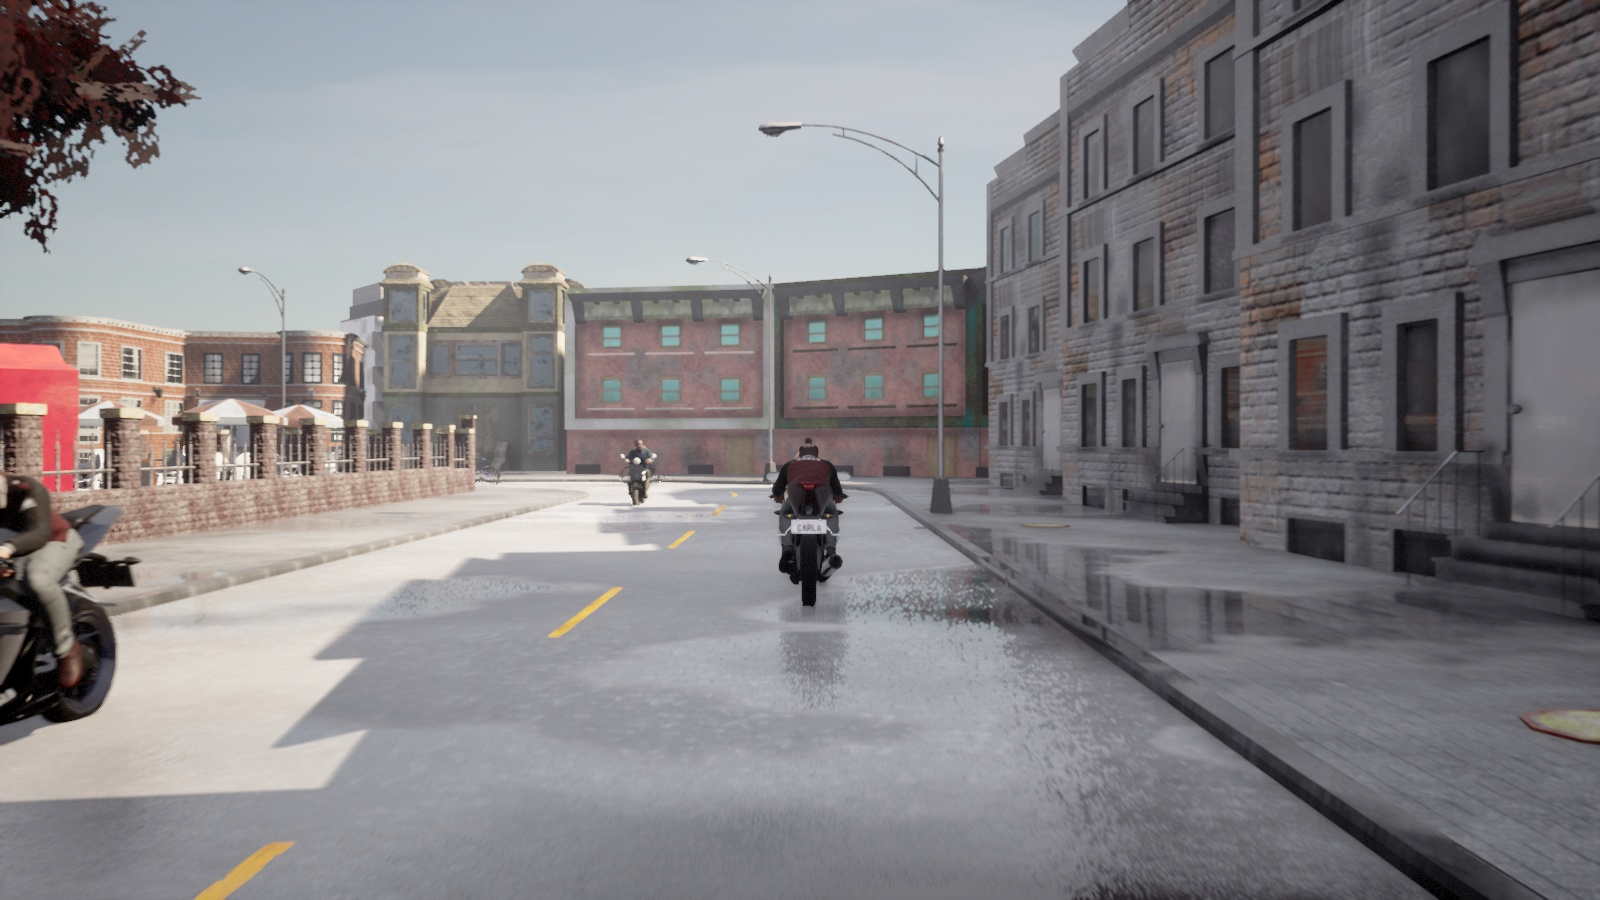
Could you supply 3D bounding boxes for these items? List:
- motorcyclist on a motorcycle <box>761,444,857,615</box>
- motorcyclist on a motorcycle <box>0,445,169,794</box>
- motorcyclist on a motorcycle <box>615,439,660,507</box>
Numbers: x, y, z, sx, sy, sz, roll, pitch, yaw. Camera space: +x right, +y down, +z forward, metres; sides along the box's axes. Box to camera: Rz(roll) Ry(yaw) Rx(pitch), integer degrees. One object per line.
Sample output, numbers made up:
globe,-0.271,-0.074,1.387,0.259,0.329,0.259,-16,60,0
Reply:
motorcyclist on a motorcycle,0.085,0.712,12.394,0.866,1.530,2.191,0,0,0
motorcyclist on a motorcycle,-3.951,0.745,5.893,0.866,1.530,2.191,0,0,0
motorcyclist on a motorcycle,-3.857,0.528,29.994,0.866,1.590,1.817,0,0,-1
